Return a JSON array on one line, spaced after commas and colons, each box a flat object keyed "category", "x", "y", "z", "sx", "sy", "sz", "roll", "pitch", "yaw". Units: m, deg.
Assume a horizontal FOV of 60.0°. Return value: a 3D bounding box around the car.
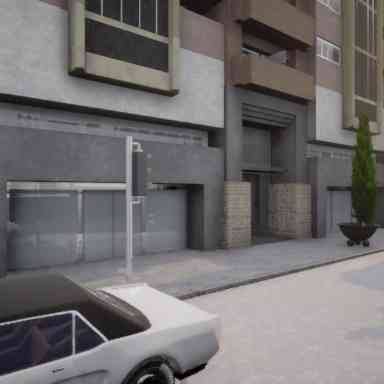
[{"category": "car", "x": -2.035, "y": 1.601, "z": 3.083, "sx": 4.718, "sy": 1.301, "sz": 1.895, "roll": 0, "pitch": 0, "yaw": -37}]
